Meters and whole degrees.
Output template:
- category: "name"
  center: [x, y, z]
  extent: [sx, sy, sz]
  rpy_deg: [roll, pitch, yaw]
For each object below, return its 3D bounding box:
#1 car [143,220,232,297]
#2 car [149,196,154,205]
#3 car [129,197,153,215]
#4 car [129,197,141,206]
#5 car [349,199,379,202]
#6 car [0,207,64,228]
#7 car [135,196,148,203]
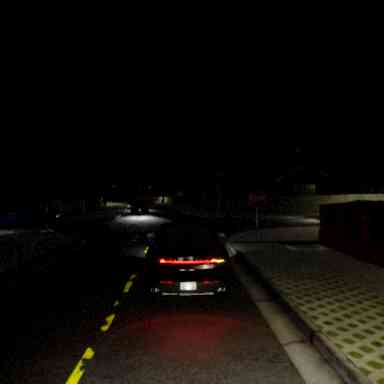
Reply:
- category: "car"
  center: [-0.148, 1.497, 8.586]
  extent: [1.837, 1.490, 4.892]
  rpy_deg: [0, 0, -2]
- category: "car"
  center: [-8.792, 1.579, 65.727]
  extent: [2.097, 1.767, 4.553]
  rpy_deg: [0, -1, -16]
- category: "car"
  center: [-5.554, 1.553, 35.534]
  extent: [2.128, 1.511, 4.902]
  rpy_deg: [0, 0, -8]
- category: "car"
  center: [-10.419, 1.672, 60.744]
  extent: [1.882, 1.535, 5.008]
  rpy_deg: [0, 0, -13]
- category: "car"
  center: [11.834, 1.228, 23.130]
  extent: [5.357, 1.411, 2.033]
  rpy_deg: [-1, 1, 3]
- category: "car"
  center: [-11.841, 1.749, 23.160]
  extent: [5.357, 1.411, 2.033]
  rpy_deg: [-1, 1, -13]
- category: "car"
  center: [-11.594, 1.700, 75.452]
  extent: [2.128, 1.511, 4.902]
  rpy_deg: [0, -1, -18]
